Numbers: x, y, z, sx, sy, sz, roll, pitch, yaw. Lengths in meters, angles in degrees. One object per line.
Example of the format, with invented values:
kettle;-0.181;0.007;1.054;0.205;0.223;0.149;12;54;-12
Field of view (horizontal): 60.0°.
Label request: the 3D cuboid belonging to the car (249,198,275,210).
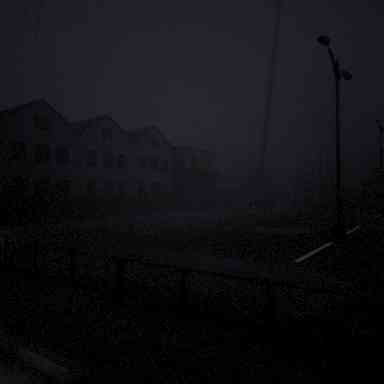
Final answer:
car;8.916;1.487;42.147;1.837;1.490;4.892;-1;0;35
